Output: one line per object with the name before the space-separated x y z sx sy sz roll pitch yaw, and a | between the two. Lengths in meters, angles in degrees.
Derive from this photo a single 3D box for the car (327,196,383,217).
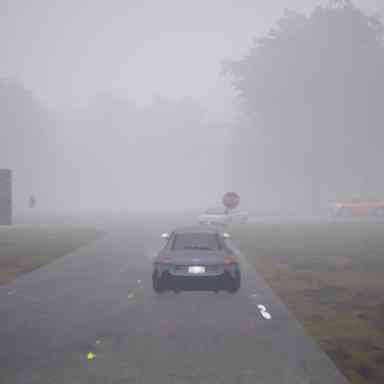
car | 14.264 1.193 29.014 4.553 1.767 2.097 -1 0 0

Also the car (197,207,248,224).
car | 2.261 1.706 23.052 1.895 1.301 4.718 -1 0 31

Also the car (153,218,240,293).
car | 0.098 1.609 8.964 1.994 1.385 4.181 0 0 0
